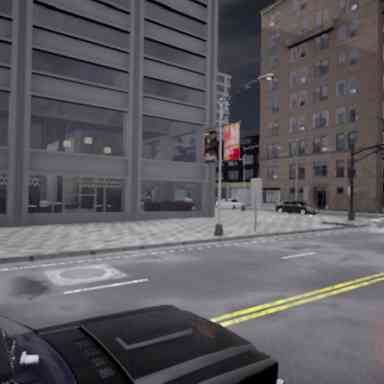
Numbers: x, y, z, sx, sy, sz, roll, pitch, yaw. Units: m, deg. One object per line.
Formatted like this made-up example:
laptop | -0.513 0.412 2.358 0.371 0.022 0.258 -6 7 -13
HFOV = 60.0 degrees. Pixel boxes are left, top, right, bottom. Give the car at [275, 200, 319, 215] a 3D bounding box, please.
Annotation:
car | 10.990 1.647 35.021 1.837 1.490 4.892 1 -1 -35

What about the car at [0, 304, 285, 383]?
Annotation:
car | -1.501 1.599 2.313 4.718 1.301 1.895 1 0 -35

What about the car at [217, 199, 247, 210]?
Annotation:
car | 5.107 1.620 43.333 1.812 1.442 4.674 1 -1 -35
